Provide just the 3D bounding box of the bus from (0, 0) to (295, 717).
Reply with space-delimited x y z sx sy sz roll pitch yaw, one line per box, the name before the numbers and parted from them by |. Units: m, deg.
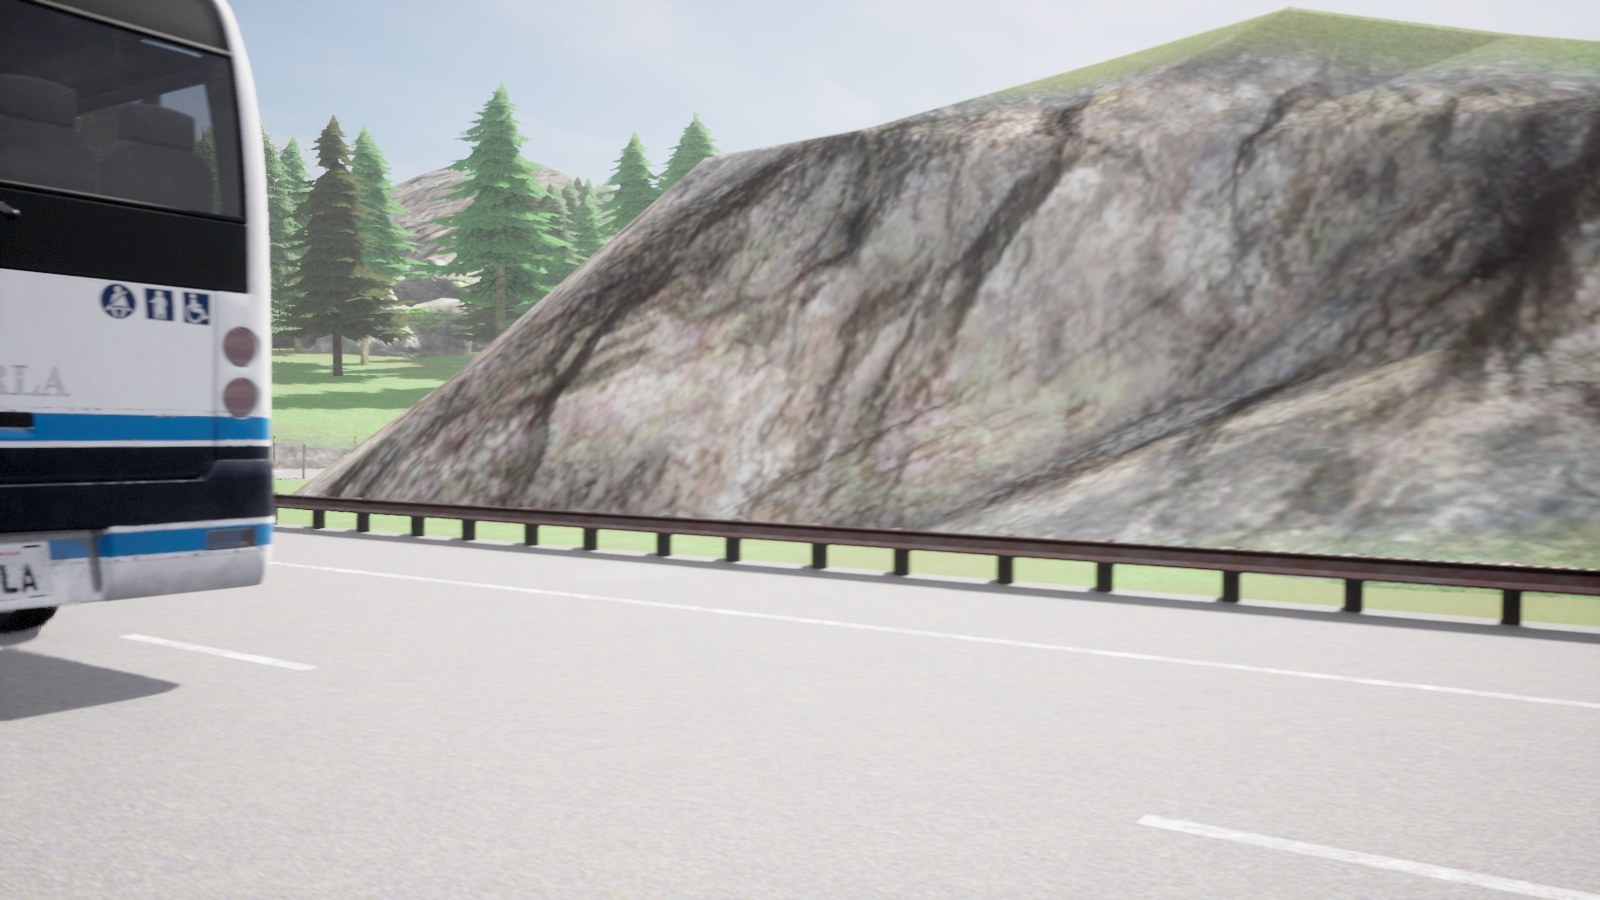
bus | -8.683 -0.694 9.365 10.273 4.253 3.944 0 1 34
